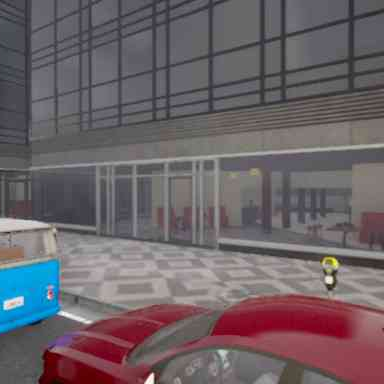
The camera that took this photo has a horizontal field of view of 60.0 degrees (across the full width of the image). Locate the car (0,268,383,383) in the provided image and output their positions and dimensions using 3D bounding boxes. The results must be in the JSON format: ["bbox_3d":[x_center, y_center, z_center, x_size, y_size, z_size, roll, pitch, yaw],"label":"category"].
[{"bbox_3d":[0.666,1.526,2.516,4.507,1.381,1.887,0,0,34],"label":"car"}]

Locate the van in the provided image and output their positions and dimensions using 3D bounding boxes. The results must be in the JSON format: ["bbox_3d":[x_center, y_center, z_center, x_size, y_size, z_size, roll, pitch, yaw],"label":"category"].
[{"bbox_3d":[-3.991,1.287,5.627,3.998,1.788,1.690,0,0,34],"label":"van"}]
